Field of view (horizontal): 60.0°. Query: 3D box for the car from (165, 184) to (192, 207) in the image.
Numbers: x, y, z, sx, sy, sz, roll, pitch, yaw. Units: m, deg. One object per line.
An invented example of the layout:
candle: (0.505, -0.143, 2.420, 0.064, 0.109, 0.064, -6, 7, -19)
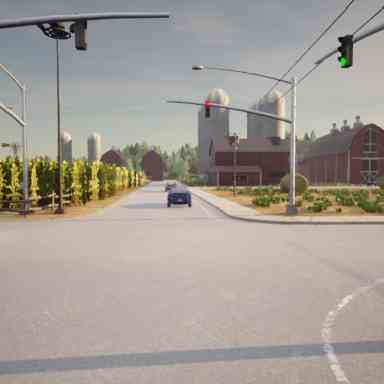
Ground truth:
car: (-1.105, 0.353, 27.571, 1.882, 1.535, 5.008, 0, 3, -4)

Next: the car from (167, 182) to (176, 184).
car: (-3.327, -0.798, 52.803, 2.128, 1.511, 4.902, 0, 3, -5)

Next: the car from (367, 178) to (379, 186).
car: (42.389, -2.310, 77.482, 1.905, 1.878, 3.866, 10, 10, 41)
